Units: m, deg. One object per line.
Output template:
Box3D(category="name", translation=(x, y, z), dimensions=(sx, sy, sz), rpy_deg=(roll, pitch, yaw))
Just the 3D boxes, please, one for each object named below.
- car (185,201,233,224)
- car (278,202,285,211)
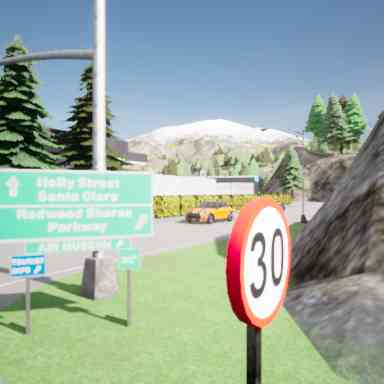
Box3D(category="car", translation=(1.435, 1.532, 26.803), dimensions=(2.097, 1.767, 4.553), rpy_deg=(0, 0, 36))
Box3D(category="car", translation=(8.591, 1.781, 36.662), dimensions=(1.895, 1.301, 4.718), rpy_deg=(0, 0, 36))
